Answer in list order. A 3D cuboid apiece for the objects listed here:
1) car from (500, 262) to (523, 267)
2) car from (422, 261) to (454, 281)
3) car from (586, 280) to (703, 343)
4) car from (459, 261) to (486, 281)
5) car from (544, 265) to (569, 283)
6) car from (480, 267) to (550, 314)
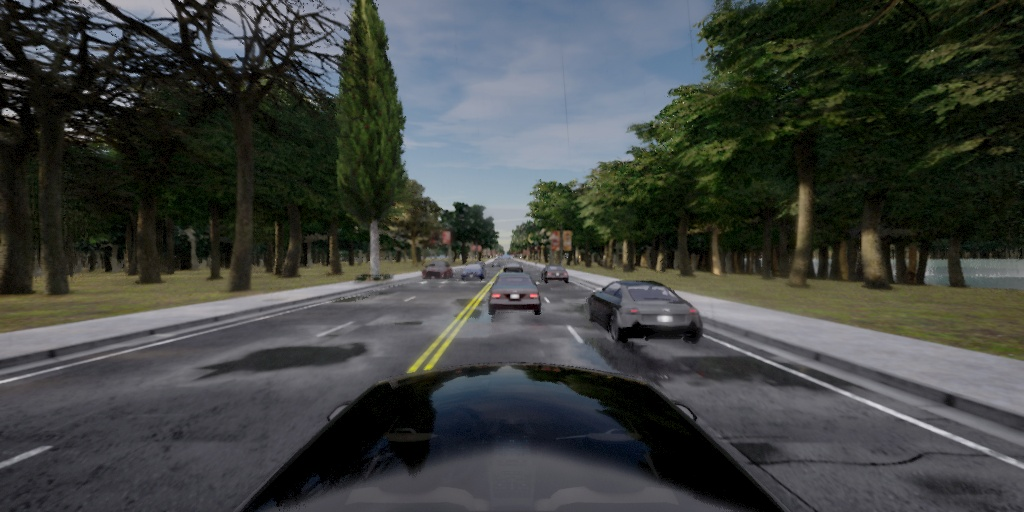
[{"bbox_3d":[0.096,1.371,35.003,1.882,1.535,5.008,0,0,0],"label":"car"},{"bbox_3d":[-6.600,1.229,32.216,2.097,1.767,4.553,0,0,0],"label":"car"},{"bbox_3d":[3.331,1.338,9.788,1.994,1.385,4.181,0,0,0],"label":"car"},{"bbox_3d":[-3.357,1.401,31.947,1.812,1.442,4.674,0,0,0],"label":"car"},{"bbox_3d":[3.342,1.404,28.758,2.033,1.411,5.357,0,0,0],"label":"car"},{"bbox_3d":[0.094,1.334,13.846,2.033,1.411,5.357,0,0,0],"label":"car"}]
